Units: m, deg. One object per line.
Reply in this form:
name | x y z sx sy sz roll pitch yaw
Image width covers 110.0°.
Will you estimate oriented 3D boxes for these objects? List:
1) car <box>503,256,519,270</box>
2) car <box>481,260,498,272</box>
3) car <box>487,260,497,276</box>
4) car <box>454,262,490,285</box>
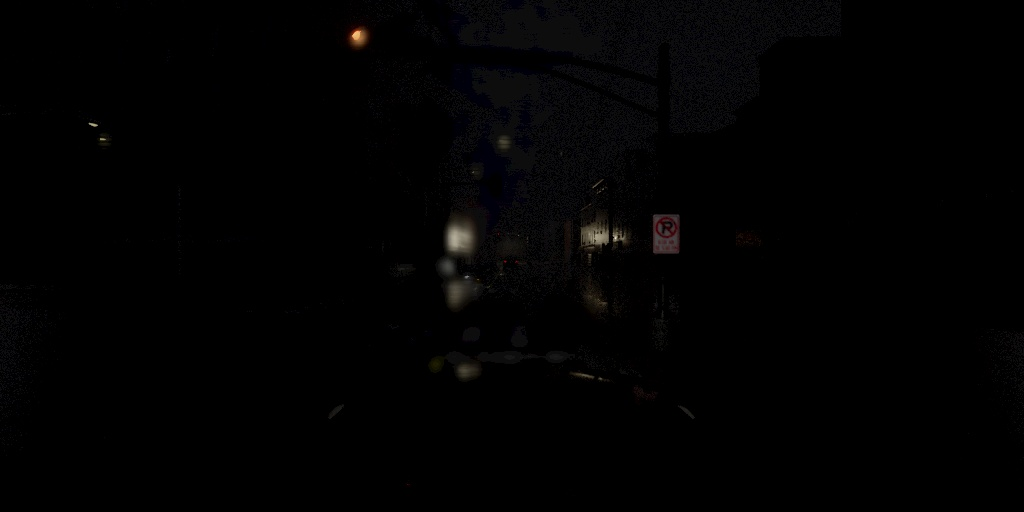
car | -0.193 0.984 52.561 2.150 2.045 5.566 0 0 0
car | -3.024 1.308 48.898 2.033 1.411 5.357 0 0 -1
car | -2.987 1.303 37.831 2.033 1.411 5.357 0 0 0
car | -2.942 1.317 26.084 1.994 1.385 4.181 0 0 0
